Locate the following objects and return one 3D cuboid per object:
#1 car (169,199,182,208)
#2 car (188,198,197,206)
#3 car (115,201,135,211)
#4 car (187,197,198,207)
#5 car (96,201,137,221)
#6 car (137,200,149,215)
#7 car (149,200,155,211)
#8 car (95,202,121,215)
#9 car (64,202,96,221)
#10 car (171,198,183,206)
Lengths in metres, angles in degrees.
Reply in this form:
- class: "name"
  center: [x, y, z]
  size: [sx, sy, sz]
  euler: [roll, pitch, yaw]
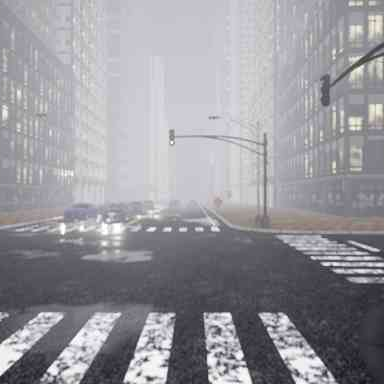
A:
- class: "car"
  center: [-3.114, 2.007, 59.456]
  size: [1.882, 1.535, 5.008]
  euler: [0, -1, 0]
- class: "car"
  center: [0.108, 2.133, 70.845]
  size: [1.882, 1.535, 5.008]
  euler: [0, -1, 0]
- class: "car"
  center: [-9.811, 1.984, 48.931]
  size: [1.994, 1.385, 4.181]
  euler: [0, -1, 0]
- class: "car"
  center: [0.139, 2.072, 60.998]
  size: [1.812, 1.442, 4.674]
  euler: [0, -1, 0]
- class: "car"
  center: [-6.583, 1.731, 29.624]
  size: [2.128, 1.511, 4.902]
  euler: [0, -1, 0]
- class: "car"
  center: [-6.576, 1.803, 39.151]
  size: [1.882, 1.535, 5.008]
  euler: [0, -1, 0]
- class: "car"
  center: [-6.565, 1.949, 49.198]
  size: [1.812, 1.442, 4.674]
  euler: [0, -1, 0]
- class: "car"
  center: [-9.826, 1.888, 39.007]
  size: [1.994, 1.385, 4.181]
  euler: [0, -1, 0]
- class: "car"
  center: [-9.836, 1.719, 29.875]
  size: [1.882, 1.535, 5.008]
  euler: [0, -1, 0]
- class: "car"
  center: [-3.118, 2.139, 69.865]
  size: [2.128, 1.511, 4.902]
  euler: [0, -1, 0]
